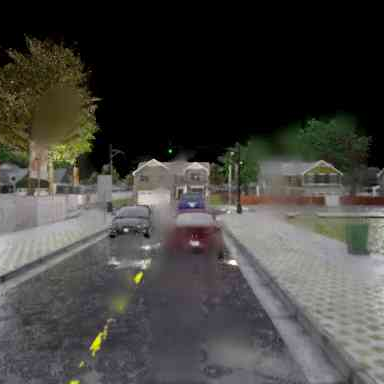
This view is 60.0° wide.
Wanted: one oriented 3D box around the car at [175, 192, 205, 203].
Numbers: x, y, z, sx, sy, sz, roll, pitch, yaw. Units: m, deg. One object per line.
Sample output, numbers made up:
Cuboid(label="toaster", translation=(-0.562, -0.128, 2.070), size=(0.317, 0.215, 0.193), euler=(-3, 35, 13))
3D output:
Cuboid(label="car", translation=(-0.127, 1.046, 26.830), size=(2.150, 2.045, 5.566), euler=(0, 1, -3))

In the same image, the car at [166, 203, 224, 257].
Cuboid(label="car", translation=(0.089, 1.402, 12.615), size=(1.882, 1.535, 5.008), euler=(0, 0, 0))

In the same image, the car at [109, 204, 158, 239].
Cuboid(label="car", translation=(-2.836, 1.407, 16.845), size=(1.837, 1.490, 4.892), euler=(0, 0, 0))
